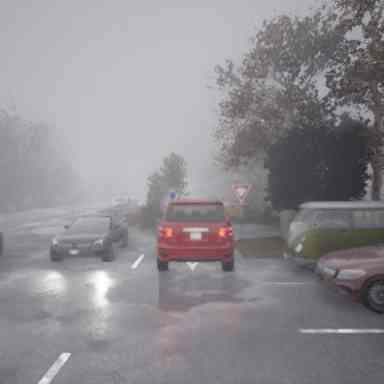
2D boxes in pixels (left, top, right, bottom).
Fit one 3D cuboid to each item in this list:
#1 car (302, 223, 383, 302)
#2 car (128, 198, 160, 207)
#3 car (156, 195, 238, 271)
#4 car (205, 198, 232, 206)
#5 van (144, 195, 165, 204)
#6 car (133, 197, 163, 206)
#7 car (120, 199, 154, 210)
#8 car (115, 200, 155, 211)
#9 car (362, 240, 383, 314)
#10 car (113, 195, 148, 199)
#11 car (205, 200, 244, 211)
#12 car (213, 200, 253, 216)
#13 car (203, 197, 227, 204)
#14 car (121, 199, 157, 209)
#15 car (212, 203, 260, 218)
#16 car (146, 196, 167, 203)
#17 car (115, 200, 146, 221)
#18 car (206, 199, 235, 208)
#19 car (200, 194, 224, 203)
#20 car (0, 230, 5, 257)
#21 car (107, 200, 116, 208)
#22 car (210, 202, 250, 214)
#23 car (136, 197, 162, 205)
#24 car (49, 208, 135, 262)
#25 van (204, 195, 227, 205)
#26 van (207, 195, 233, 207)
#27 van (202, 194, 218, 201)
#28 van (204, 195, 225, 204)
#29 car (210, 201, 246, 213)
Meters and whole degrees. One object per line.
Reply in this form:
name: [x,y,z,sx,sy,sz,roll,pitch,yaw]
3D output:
car: [5.049,1.525,7.009,4.674,1.452,2.002,0,0,0]
car: [-8.468,1.821,58.982,5.366,1.575,1.946,0,1,0]
car: [0.089,1.222,11.076,2.150,2.045,5.566,0,0,0]
car: [4.827,1.836,61.709,4.792,1.488,2.163,0,0,0]
van: [-8.162,1.556,72.731,4.442,1.987,1.878,0,0,0]
car: [-8.096,1.803,61.635,5.366,1.575,1.946,0,0,0]
car: [-8.278,1.899,50.533,4.892,1.521,2.231,0,0,0]
car: [-8.100,1.920,47.757,5.366,1.575,1.946,0,1,0]
car: [5.046,1.529,4.224,4.674,1.452,2.002,0,0,0]
car: [-8.257,1.696,44.978,5.566,2.045,2.435,0,1,0]
car: [4.609,1.921,47.735,5.366,1.575,1.946,0,1,0]
car: [4.824,1.872,39.548,4.553,1.767,2.185,0,1,0]
car: [4.805,1.783,69.886,5.008,1.535,2.097,0,0,0]
car: [-8.469,1.870,53.309,5.366,1.575,1.946,0,1,0]
car: [4.787,2.022,36.778,5.008,1.535,2.097,0,1,0]
car: [-8.307,1.810,78.284,4.792,1.488,2.163,0,0,0]
car: [-3.946,1.779,28.648,4.553,1.767,2.097,0,-3,-6]
car: [4.768,1.878,56.044,4.792,1.488,2.163,0,1,0]
car: [4.775,1.529,80.965,5.566,2.045,2.435,0,0,0]
car: [-8.060,1.510,9.614,4.792,1.488,2.163,0,0,0]
car: [-8.317,2.027,39.429,4.792,1.488,2.163,0,1,0]
car: [4.764,2.003,42.195,4.792,1.488,2.163,0,1,0]
car: [-8.287,1.794,64.402,4.892,1.521,2.231,0,0,0]
car: [-3.511,1.529,12.194,1.812,1.442,4.674,0,0,0]
van: [4.691,1.561,67.099,4.442,1.987,1.878,0,0,0]
van: [4.914,1.600,58.936,4.442,1.987,1.878,0,0,0]
van: [4.922,1.551,92.172,4.442,1.987,1.878,0,0,0]
van: [4.917,1.557,72.655,4.442,1.987,1.878,0,0,0]
car: [4.791,1.989,44.965,4.674,1.452,2.002,0,1,0]
